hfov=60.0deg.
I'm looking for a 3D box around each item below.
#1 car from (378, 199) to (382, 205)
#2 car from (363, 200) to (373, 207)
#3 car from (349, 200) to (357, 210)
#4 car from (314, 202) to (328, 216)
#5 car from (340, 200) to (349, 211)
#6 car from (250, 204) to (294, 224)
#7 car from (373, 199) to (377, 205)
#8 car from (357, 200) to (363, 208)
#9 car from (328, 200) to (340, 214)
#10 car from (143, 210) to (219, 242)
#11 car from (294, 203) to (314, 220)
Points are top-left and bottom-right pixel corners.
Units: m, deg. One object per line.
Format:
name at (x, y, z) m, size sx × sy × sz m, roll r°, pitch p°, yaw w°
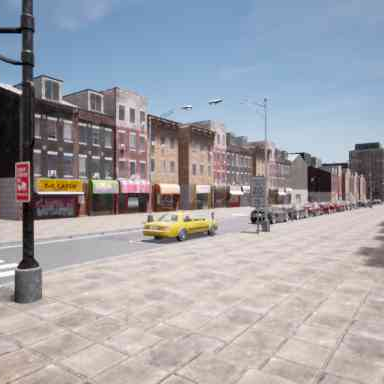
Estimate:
car at (45.168, 2.461, 80.936) m, size 2.008 × 1.369 × 4.403 m, roll -2°, pitch -2°, yaw 35°
car at (32.128, 2.147, 62.601) m, size 2.008 × 1.369 × 4.403 m, roll -1°, pitch -1°, yaw 35°
car at (22.346, 1.952, 48.847) m, size 2.008 × 1.369 × 4.403 m, roll -1°, pitch -1°, yaw 35°
car at (12.565, 1.821, 35.094) m, size 1.802 × 1.307 × 4.206 m, roll -1°, pitch -1°, yaw 35°
car at (19.084, 1.784, 44.265) m, size 1.967 × 1.590 × 4.097 m, roll -1°, pitch -1°, yaw 35°
car at (6.044, 1.715, 25.925) m, size 1.947 × 1.339 × 4.313 m, roll -1°, pitch -1°, yaw 35°
car at (35.387, 2.212, 67.184) m, size 1.887 × 1.381 × 4.507 m, roll -1°, pitch -2°, yaw 35°
car at (25.606, 2.014, 53.432) m, size 2.008 × 1.369 × 4.403 m, roll -1°, pitch -1°, yaw 35°
car at (15.825, 1.834, 39.678) m, size 1.887 × 1.381 × 4.507 m, roll -1°, pitch -1°, yaw 35°
car at (-0.379, 1.598, 16.895) m, size 1.752 × 1.417 × 4.829 m, roll -1°, pitch -1°, yaw 35°
car at (9.304, 1.743, 30.510) m, size 2.008 × 1.369 × 4.403 m, roll -1°, pitch -1°, yaw 35°
